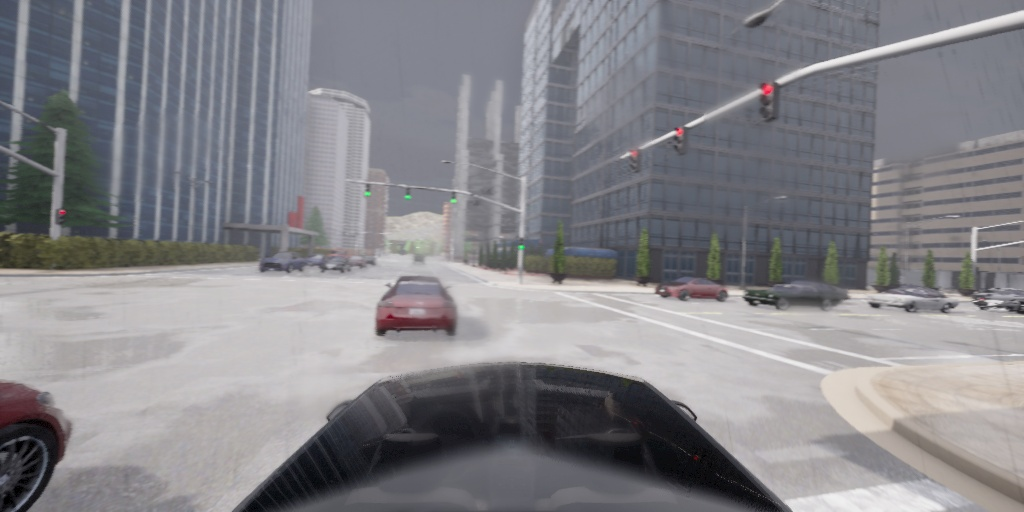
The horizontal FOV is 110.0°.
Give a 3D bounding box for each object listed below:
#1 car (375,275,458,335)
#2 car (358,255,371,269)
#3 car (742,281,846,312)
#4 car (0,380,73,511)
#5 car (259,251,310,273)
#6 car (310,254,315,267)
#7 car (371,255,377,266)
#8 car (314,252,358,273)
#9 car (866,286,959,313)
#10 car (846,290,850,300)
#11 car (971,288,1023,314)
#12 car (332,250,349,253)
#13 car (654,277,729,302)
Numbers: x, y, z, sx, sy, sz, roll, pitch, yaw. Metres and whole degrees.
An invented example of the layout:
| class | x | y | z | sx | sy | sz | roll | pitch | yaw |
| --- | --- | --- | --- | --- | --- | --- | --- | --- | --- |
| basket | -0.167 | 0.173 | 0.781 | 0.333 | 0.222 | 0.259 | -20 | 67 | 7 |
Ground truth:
| class | x | y | z | sx | sy | sz | roll | pitch | yaw |
| --- | --- | --- | --- | --- | --- | --- | --- | --- | --- |
| car | -2.660 | 1.245 | 10.192 | 1.994 | 1.385 | 4.181 | 3 | 0 | -14 |
| car | -18.219 | 0.684 | 42.000 | 1.812 | 1.442 | 4.674 | 3 | 0 | -14 |
| car | 14.890 | 2.183 | 19.200 | 4.718 | 1.301 | 1.895 | 3 | 0 | -14 |
| car | -3.829 | 1.085 | 0.679 | 1.812 | 1.442 | 4.674 | 3 | 0 | -14 |
| car | -18.509 | 0.406 | 29.038 | 2.097 | 1.767 | 4.553 | 3 | 0 | -14 |
| car | -20.953 | 0.529 | 38.546 | 1.812 | 1.442 | 4.674 | 3 | 0 | -14 |
| car | -20.701 | 0.614 | 51.981 | 1.837 | 1.490 | 4.892 | 3 | 0 | -14 |
| car | -15.754 | 0.701 | 32.356 | 2.128 | 1.511 | 4.902 | 3 | 0 | -14 |
| car | 23.784 | 2.623 | 21.388 | 4.718 | 1.301 | 1.895 | 3 | 0 | -14 |
| car | 19.854 | 2.400 | 24.026 | 5.357 | 1.411 | 2.033 | 3 | 0 | -14 |
| car | 33.453 | 2.992 | 23.752 | 4.902 | 1.511 | 2.128 | 3 | 0 | -14 |
| car | -23.492 | 0.174 | 48.796 | 2.150 | 2.045 | 5.566 | 3 | 0 | -14 |
| car | 10.894 | 1.973 | 21.823 | 4.181 | 1.385 | 1.994 | 3 | 0 | -14 |
